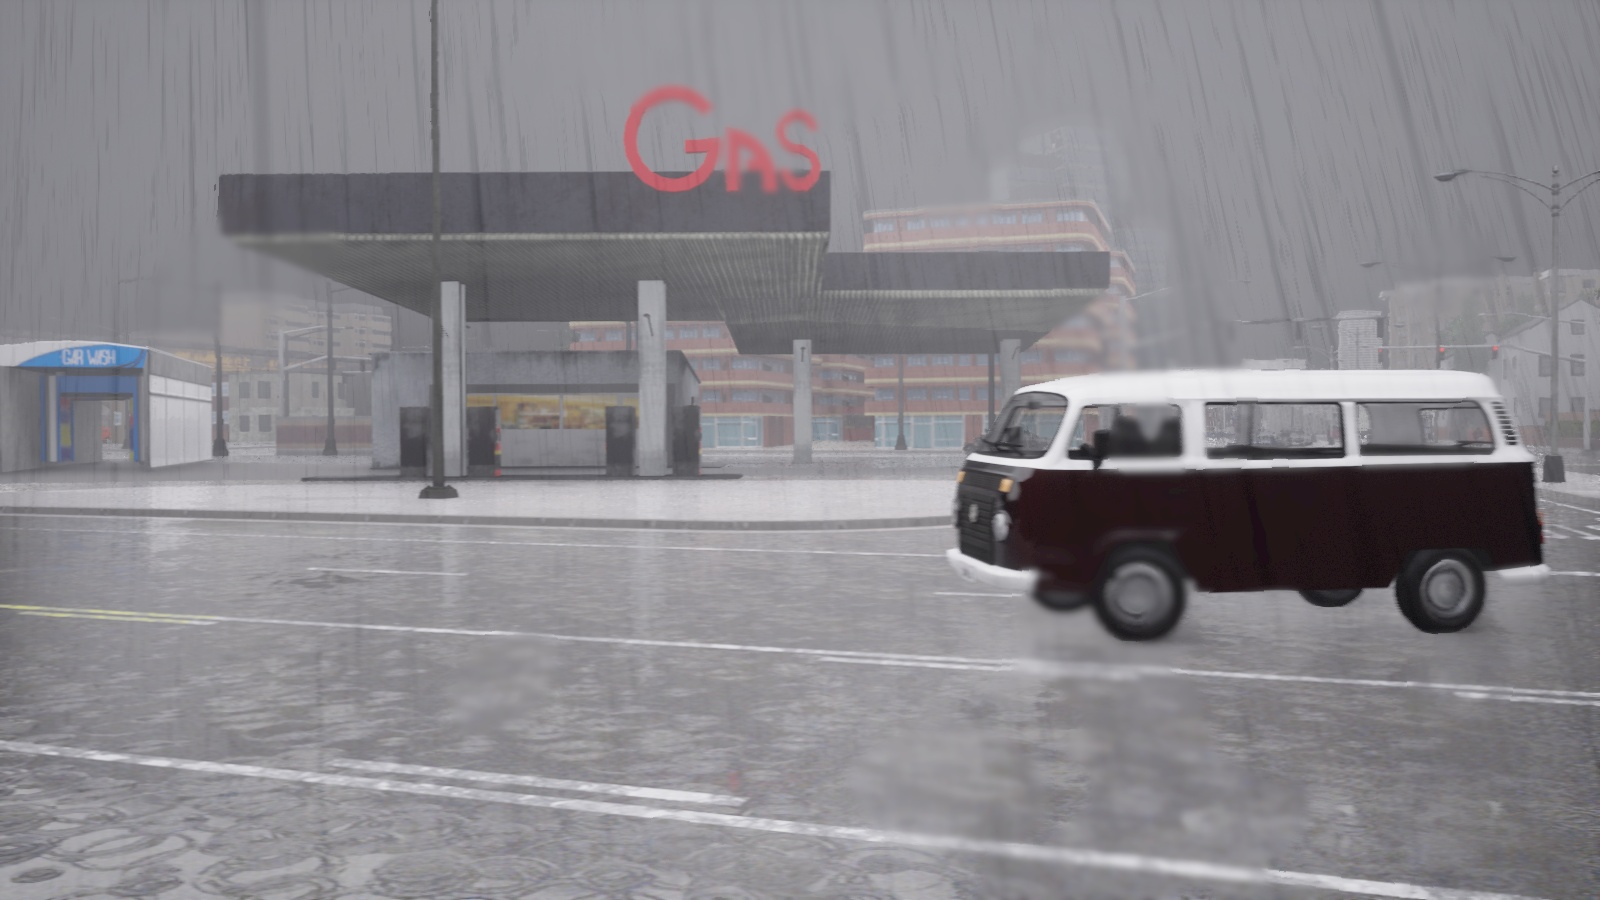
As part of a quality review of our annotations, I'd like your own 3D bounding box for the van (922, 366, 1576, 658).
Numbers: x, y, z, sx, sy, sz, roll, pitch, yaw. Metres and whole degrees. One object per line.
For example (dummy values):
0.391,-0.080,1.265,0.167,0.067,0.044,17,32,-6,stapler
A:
3.429,0.400,10.118,4.480,2.038,2.069,0,2,-9,van
